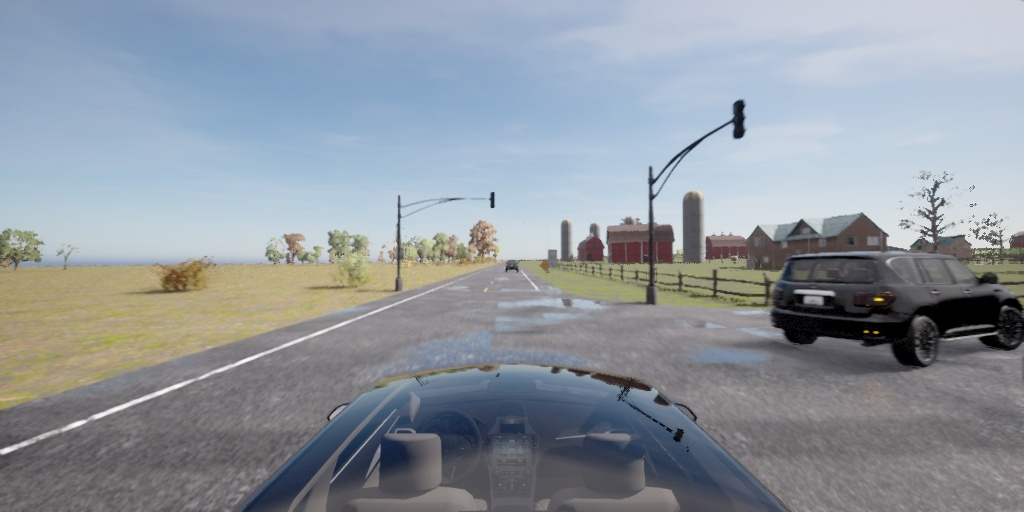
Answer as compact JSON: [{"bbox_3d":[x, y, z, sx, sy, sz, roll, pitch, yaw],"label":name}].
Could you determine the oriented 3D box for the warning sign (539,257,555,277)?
[{"bbox_3d":[3.536,1.286,37.890,1.300,1.860,1.060,0,0,0],"label":"warning sign"}]

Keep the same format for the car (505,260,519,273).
[{"bbox_3d":[-0.021,1.618,58.465,2.150,2.045,5.566,0,-1,0],"label":"car"}]

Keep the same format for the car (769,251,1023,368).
[{"bbox_3d":[8.253,0.934,7.775,5.566,2.045,2.150,0,-2,-21],"label":"car"}]
